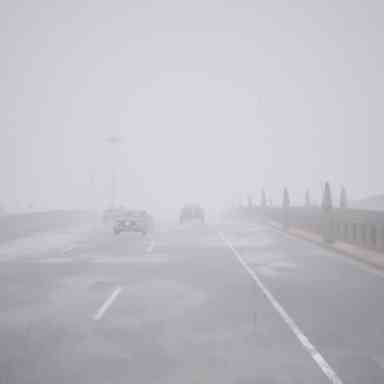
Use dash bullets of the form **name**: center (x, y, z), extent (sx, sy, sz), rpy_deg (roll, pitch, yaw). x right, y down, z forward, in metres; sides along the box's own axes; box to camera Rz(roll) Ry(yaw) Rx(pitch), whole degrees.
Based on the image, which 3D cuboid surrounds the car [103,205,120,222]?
- **car**: center (-6.989, 2.016, 31.298), extent (2.128, 1.511, 4.902), rpy_deg (0, -3, 0)

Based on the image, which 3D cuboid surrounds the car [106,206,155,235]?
- **car**: center (-3.456, 1.791, 20.379), extent (2.033, 1.411, 5.357), rpy_deg (0, -1, 0)

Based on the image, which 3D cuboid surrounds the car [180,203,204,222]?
- **car**: center (0.013, 1.821, 30.521), extent (2.097, 1.767, 4.553), rpy_deg (0, -2, 0)
